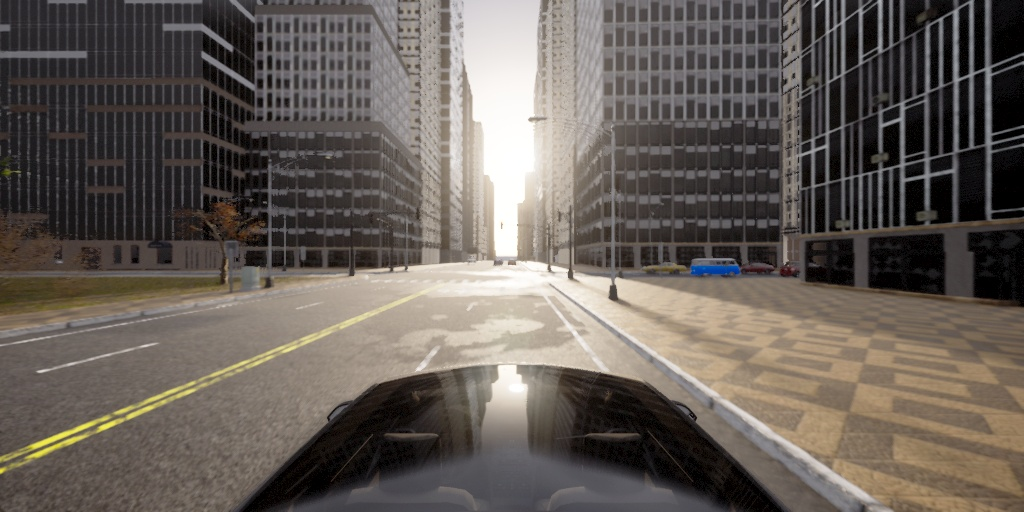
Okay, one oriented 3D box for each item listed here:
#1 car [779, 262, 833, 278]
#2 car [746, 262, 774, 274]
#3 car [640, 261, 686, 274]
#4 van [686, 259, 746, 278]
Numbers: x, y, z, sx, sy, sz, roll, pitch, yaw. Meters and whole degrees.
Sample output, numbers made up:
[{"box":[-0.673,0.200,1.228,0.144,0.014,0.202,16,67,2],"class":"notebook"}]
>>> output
[{"box":[26.633,1.228,32.248,4.097,1.591,1.967,0,0,2],"class":"car"},{"box":[26.917,1.365,40.124,4.207,1.307,1.802,0,0,2],"class":"car"},{"box":[17.083,1.302,40.607,4.829,1.417,1.751,0,0,2],"class":"car"},{"box":[18.354,1.124,32.435,3.998,1.789,1.690,0,0,2],"class":"van"}]
